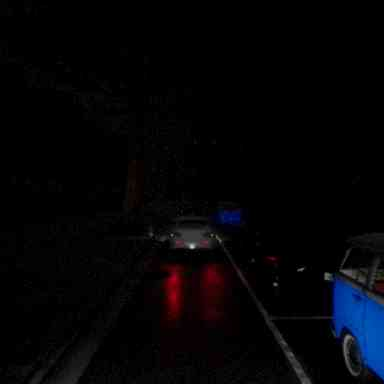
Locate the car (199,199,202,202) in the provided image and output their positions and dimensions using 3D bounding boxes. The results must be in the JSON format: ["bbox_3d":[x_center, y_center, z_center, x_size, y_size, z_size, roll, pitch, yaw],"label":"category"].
[{"bbox_3d":[2.656,2.251,57.388,1.802,1.307,4.206,1,-1,0],"label":"car"}]

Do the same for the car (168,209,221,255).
[{"bbox_3d":[0.027,1.675,13.919,1.812,1.442,4.674,0,0,0],"label":"car"}]

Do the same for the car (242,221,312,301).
[{"bbox_3d":[2.650,1.655,8.347,1.947,1.339,4.313,1,-1,0],"label":"car"}]

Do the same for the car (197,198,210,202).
[{"bbox_3d":[2.660,2.056,62.840,2.192,1.841,5.009,1,-1,0],"label":"car"}]

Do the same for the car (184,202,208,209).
[{"bbox_3d":[0.015,1.851,27.565,2.033,1.411,5.357,0,-1,1],"label":"car"}]

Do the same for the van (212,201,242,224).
[{"bbox_3d":[2.655,1.612,24.696,1.690,1.788,3.998,1,-1,0],"label":"van"}]

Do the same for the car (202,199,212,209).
[{"bbox_3d":[2.656,2.057,46.661,1.752,1.417,4.829,1,-1,0],"label":"car"}]

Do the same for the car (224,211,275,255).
[{"bbox_3d":[2.651,1.699,13.796,2.008,1.369,4.403,1,-1,0],"label":"car"}]

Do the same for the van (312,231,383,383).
[{"bbox_3d":[2.652,1.373,2.899,1.690,1.788,3.998,1,-1,0],"label":"van"}]
